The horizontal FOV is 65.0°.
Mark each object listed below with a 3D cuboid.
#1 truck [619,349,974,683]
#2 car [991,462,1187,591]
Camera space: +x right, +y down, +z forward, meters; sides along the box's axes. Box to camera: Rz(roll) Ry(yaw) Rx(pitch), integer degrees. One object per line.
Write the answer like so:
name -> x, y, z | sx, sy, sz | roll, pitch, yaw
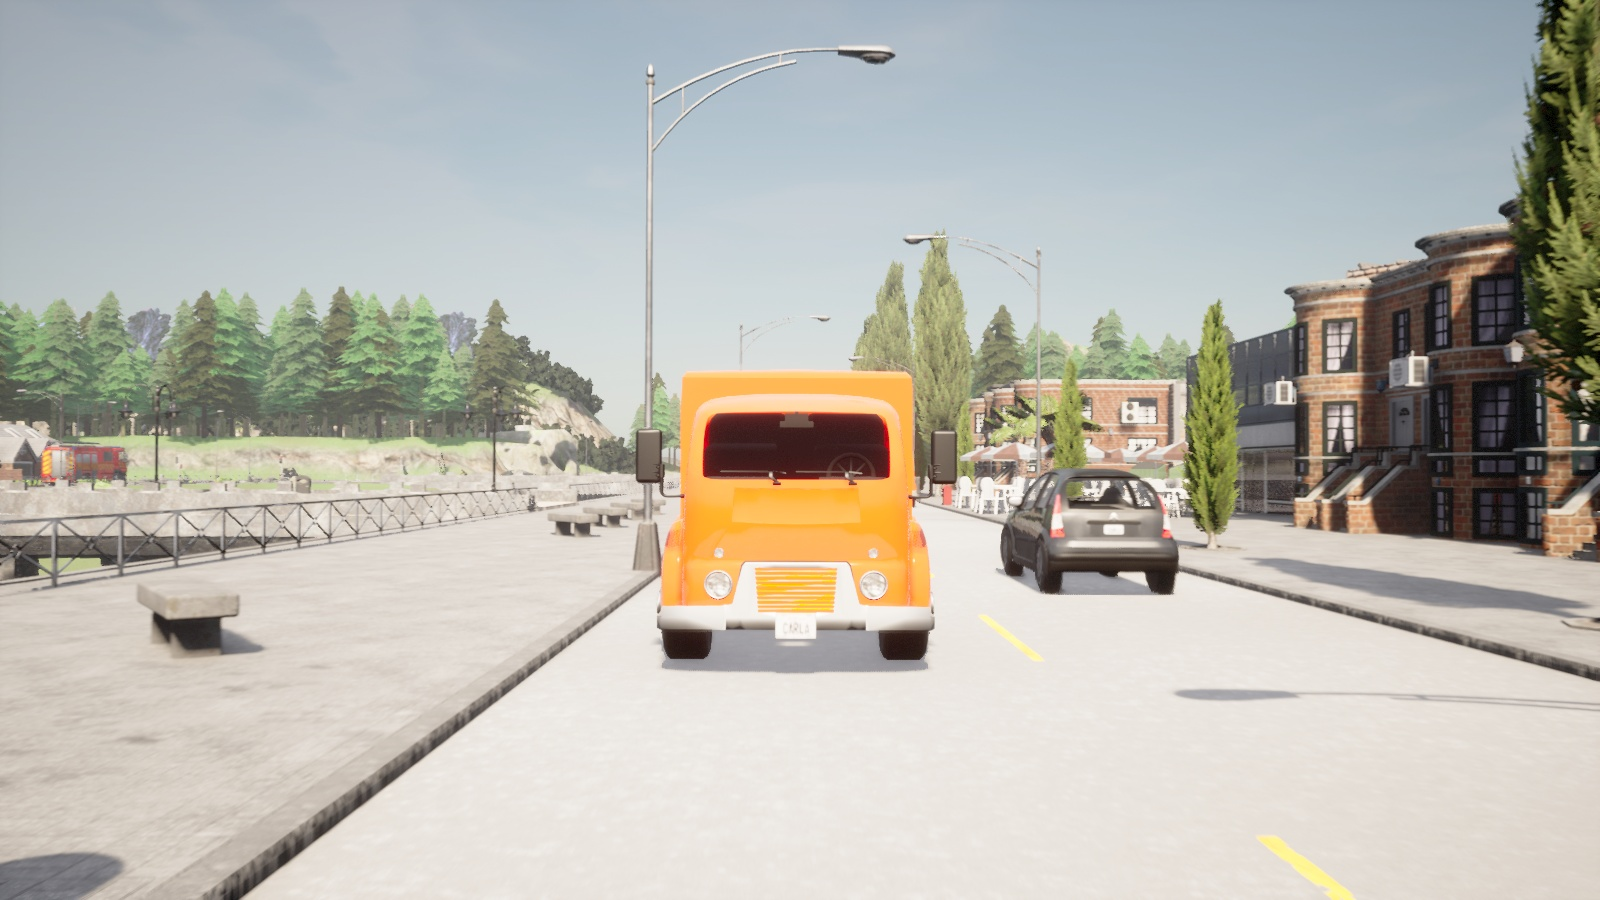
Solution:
truck -> -0.033, 0.528, 11.928 | 2.627, 2.467, 5.204 | 0, -1, 0
car -> 3.952, 0.996, 17.844 | 1.851, 1.617, 3.988 | 0, -1, 0
